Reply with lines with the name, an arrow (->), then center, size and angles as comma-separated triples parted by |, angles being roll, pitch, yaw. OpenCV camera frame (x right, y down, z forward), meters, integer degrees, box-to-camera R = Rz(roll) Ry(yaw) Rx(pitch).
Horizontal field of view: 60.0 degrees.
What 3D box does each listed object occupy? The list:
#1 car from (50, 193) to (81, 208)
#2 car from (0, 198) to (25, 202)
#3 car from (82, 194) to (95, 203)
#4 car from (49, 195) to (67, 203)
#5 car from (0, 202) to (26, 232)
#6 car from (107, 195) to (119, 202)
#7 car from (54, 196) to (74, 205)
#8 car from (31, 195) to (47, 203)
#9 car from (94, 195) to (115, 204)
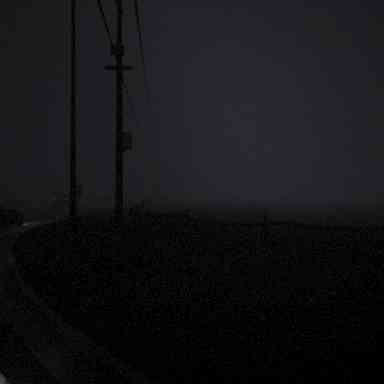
car -> -17.942, 1.142, 47.482 | 2.150, 2.045, 5.566 | 0, 0, -5
car -> -24.868, 1.477, 46.355 | 1.994, 1.385, 4.181 | 0, 0, -5
car -> -19.655, 1.248, 65.559 | 2.097, 1.767, 4.553 | 0, 0, -5
car -> -26.828, 1.364, 66.750 | 1.882, 1.535, 5.008 | 0, 0, -5
car -> -11.635, 1.525, 19.851 | 1.994, 1.385, 4.181 | 0, 0, -9
car -> -16.643, 1.373, 70.448 | 1.882, 1.535, 5.008 | 0, 0, -5
car -> -22.627, 1.448, 59.084 | 2.033, 1.411, 5.357 | 0, 0, -5
car -> -30.263, 1.385, 65.867 | 1.837, 1.490, 4.892 | 0, 0, -5
car -> -15.511, 1.415, 59.236 | 1.837, 1.490, 4.892 | 0, 0, -5
